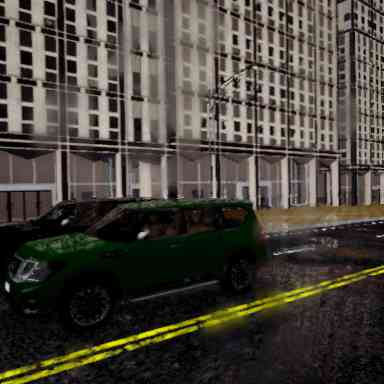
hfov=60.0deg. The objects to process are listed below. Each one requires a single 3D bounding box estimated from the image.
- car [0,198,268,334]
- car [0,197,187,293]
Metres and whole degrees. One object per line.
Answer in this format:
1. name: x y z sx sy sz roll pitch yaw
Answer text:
1. car: -0.796 1.198 7.107 5.566 2.045 2.150 0 0 -36
2. car: -3.051 1.202 9.492 5.566 2.045 2.150 0 0 -35
